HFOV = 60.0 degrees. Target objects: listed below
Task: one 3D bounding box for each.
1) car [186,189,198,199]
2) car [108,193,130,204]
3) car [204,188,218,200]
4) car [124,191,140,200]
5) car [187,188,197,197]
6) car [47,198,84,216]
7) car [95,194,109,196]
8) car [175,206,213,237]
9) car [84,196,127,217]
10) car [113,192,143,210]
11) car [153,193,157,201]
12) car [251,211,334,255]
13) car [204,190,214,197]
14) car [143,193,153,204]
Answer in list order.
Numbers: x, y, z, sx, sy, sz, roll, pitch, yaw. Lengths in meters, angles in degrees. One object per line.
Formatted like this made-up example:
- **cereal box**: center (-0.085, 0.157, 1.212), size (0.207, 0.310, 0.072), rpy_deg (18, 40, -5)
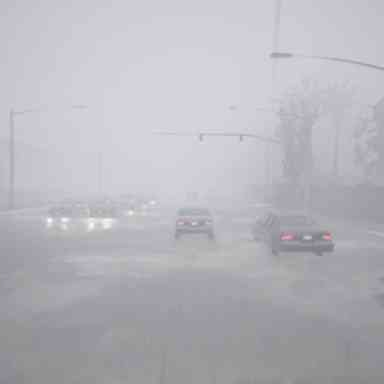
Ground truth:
- **car**: center (-0.010, 0.398, 60.368), size (2.097, 1.767, 4.553), rpy_deg (0, 1, 0)
- **car**: center (-10.508, 0.887, 48.270), size (2.033, 1.411, 5.357), rpy_deg (0, 1, 0)
- **car**: center (3.490, 0.274, 60.227), size (2.150, 2.045, 5.566), rpy_deg (0, 1, 0)
- **car**: center (-10.510, 0.656, 58.249), size (1.994, 1.385, 4.181), rpy_deg (0, 1, 0)
- **car**: center (-0.012, 0.140, 70.480), size (2.097, 1.767, 4.553), rpy_deg (0, 1, 0)
- **car**: center (-10.592, 1.261, 28.874), size (2.033, 1.411, 5.357), rpy_deg (0, 1, 0)
- **car**: center (-10.528, 1.053, 38.406), size (1.837, 1.490, 4.892), rpy_deg (0, 1, 0)
- **car**: center (0.097, 1.421, 17.043), size (2.033, 1.411, 5.357), rpy_deg (0, 0, 0)
- **car**: center (-7.090, 1.298, 27.670), size (1.994, 1.385, 4.181), rpy_deg (0, 1, 0)
- **car**: center (-7.049, 0.939, 36.343), size (2.097, 1.767, 4.553), rpy_deg (0, 1, 0)
- **car**: center (-7.010, 0.749, 56.179), size (1.895, 1.301, 4.718), rpy_deg (0, 1, 0)
- **car**: center (3.596, 1.458, 12.870), size (2.033, 1.411, 5.357), rpy_deg (0, 0, 0)
- **car**: center (3.488, 0.371, 70.964), size (1.895, 1.301, 4.718), rpy_deg (0, 1, 0)
- **car**: center (-7.008, 0.895, 46.196), size (1.837, 1.490, 4.892), rpy_deg (0, 1, 0)
